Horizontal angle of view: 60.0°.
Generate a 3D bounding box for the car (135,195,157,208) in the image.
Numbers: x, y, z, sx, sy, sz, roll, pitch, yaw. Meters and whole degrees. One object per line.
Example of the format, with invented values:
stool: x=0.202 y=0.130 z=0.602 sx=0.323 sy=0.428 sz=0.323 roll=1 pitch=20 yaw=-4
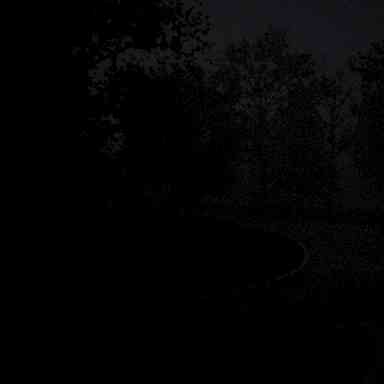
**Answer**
car: x=-6.028 y=0.882 z=36.314 sx=5.008 sy=1.535 sz=1.882 roll=1 pitch=-1 yaw=36
